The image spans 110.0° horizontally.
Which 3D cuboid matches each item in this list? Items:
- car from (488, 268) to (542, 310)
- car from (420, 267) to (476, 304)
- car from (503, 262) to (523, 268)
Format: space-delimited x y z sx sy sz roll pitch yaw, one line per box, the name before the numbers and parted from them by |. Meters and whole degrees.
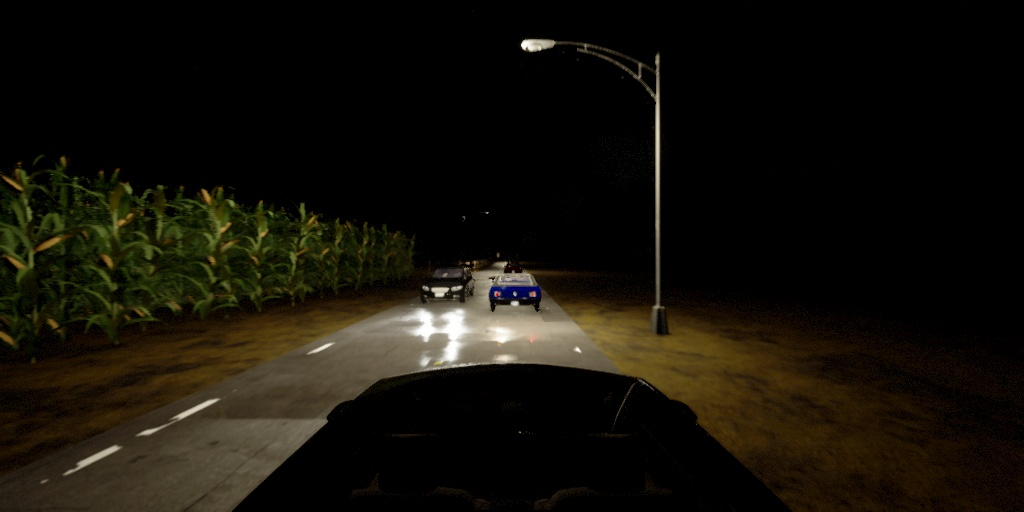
car | 0.107 1.356 14.629 1.895 1.301 4.718 0 0 0
car | -2.787 1.249 16.360 2.128 1.511 4.902 0 0 1
car | 0.126 1.304 36.183 1.812 1.442 4.674 -1 0 0
